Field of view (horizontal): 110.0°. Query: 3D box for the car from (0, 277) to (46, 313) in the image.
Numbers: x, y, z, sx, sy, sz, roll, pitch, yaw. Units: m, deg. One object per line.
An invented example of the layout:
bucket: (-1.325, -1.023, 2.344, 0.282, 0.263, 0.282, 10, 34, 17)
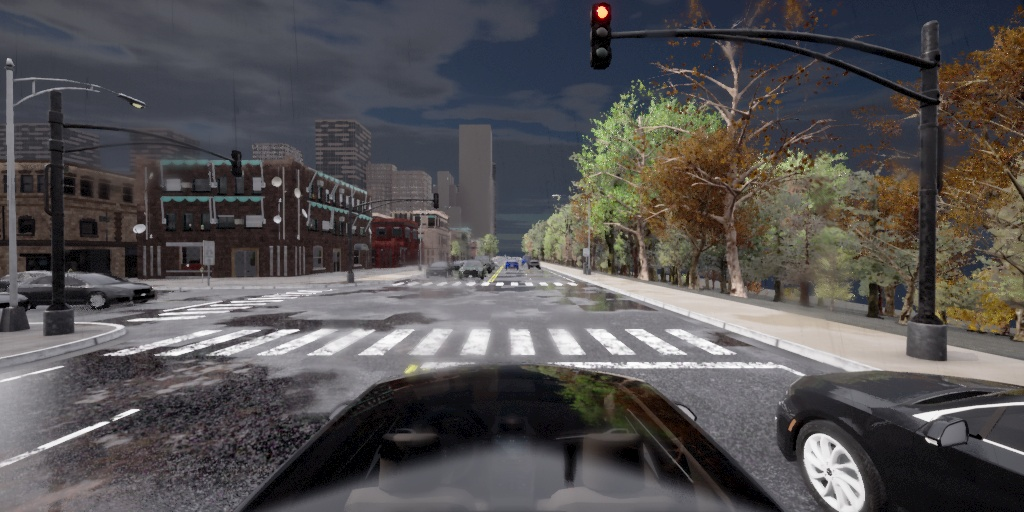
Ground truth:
car: (-19.970, 1.565, 12.656, 4.313, 1.339, 1.948, 0, 0, 0)

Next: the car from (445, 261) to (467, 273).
car: (-6.672, 1.336, 43.502, 1.895, 1.301, 4.718, 0, 0, 0)

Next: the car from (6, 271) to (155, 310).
car: (-18.319, 1.459, 15.375, 4.892, 1.490, 1.837, -1, 1, -2)

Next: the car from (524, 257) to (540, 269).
car: (3.237, 1.235, 54.796, 1.837, 1.490, 4.892, 0, 0, 0)

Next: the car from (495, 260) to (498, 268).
car: (-3.445, 1.296, 51.346, 1.994, 1.385, 4.181, 0, 0, 0)

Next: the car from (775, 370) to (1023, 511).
car: (3.365, 1.255, 1.275, 1.837, 1.490, 4.892, 0, 0, -2)

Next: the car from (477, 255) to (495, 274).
car: (-3.425, 0.958, 41.292, 2.150, 2.045, 5.566, 0, 0, 0)

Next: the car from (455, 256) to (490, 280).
car: (-3.406, 1.093, 31.712, 2.097, 1.767, 4.553, 0, 0, 0)

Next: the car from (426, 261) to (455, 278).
car: (-6.656, 1.218, 33.540, 1.882, 1.535, 5.008, 0, 0, 0)

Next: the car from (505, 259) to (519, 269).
car: (-0.012, 1.208, 54.593, 1.882, 1.535, 5.008, 0, 0, 0)

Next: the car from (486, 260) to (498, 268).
car: (-3.427, 1.328, 62.520, 1.895, 1.301, 4.718, 0, 0, 0)
